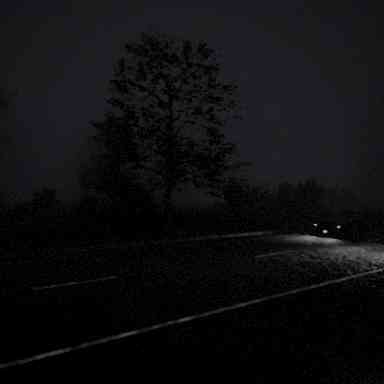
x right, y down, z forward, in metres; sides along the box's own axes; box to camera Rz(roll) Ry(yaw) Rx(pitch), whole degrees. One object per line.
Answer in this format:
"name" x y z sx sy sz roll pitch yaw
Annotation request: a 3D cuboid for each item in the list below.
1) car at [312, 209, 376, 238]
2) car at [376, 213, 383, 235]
"car" 9.100 1.671 18.672 5.357 1.411 2.033 1 0 -34
"car" 11.028 1.725 15.744 4.718 1.301 1.895 0 0 -33
